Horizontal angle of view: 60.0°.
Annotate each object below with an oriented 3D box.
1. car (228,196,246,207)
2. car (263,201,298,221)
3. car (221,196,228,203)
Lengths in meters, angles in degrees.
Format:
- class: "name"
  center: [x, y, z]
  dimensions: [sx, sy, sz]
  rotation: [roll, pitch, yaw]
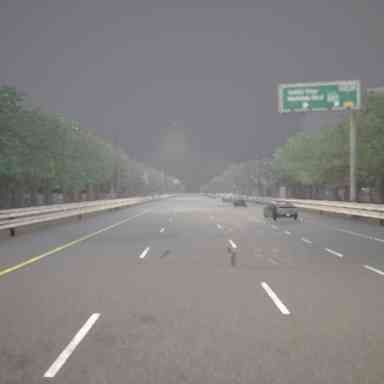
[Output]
- class: "car"
  center: [7.055, 1.532, 50.734]
  dimensions: [1.837, 1.490, 4.892]
  rotation: [0, 0, 0]
- class: "car"
  center: [7.025, 1.483, 26.685]
  dimensions: [2.128, 1.511, 4.902]
  rotation: [0, 0, 0]
- class: "car"
  center: [7.079, 1.484, 68.637]
  dimensions: [2.128, 1.511, 4.902]
  rotation: [0, 0, 0]
